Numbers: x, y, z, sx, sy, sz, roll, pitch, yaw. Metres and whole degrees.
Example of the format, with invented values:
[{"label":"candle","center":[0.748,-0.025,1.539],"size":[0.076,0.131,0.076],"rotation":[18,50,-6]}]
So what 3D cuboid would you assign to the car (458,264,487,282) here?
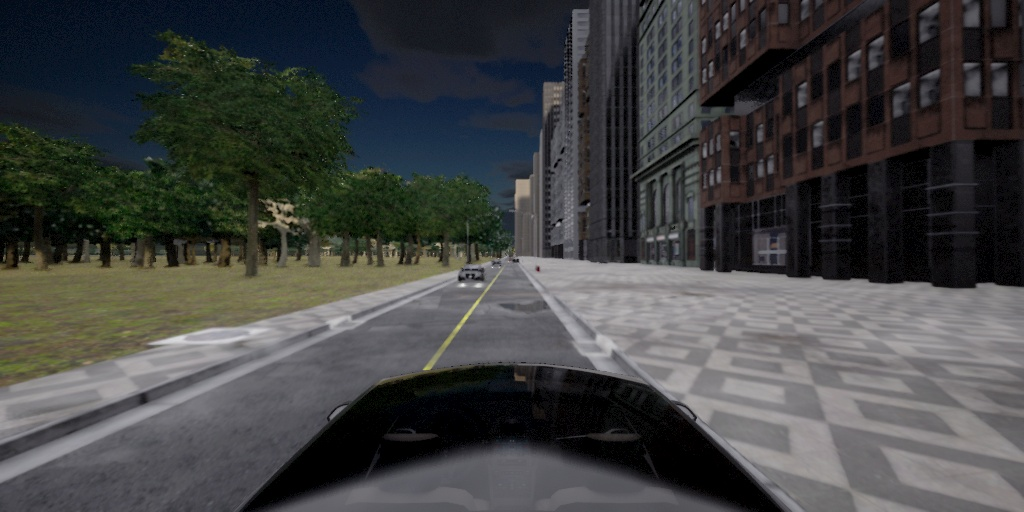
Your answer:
[{"label":"car","center":[-3.094,1.336,28.585],"size":[1.994,1.385,4.181],"rotation":[0,0,0]}]
